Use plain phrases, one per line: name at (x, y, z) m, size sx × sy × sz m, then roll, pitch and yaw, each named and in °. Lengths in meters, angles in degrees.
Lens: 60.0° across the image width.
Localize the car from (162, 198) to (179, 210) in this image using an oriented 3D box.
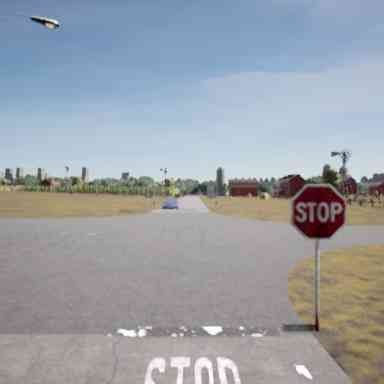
car at (-2.605, 1.447, 40.591) m, size 1.812 × 1.442 × 4.674 m, roll 0°, pitch 1°, yaw 0°
